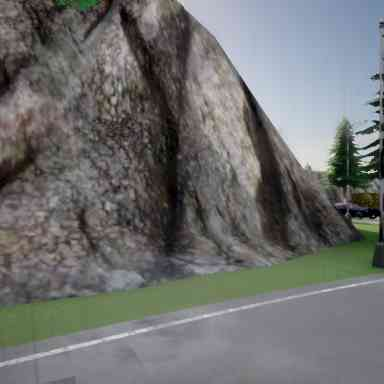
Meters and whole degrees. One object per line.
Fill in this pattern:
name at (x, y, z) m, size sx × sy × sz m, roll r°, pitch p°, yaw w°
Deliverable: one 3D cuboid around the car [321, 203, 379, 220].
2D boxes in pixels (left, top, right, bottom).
car at (13.399, 1.601, 28.255) m, size 1.895 × 1.301 × 4.718 m, roll 0°, pitch 0°, yaw -26°
